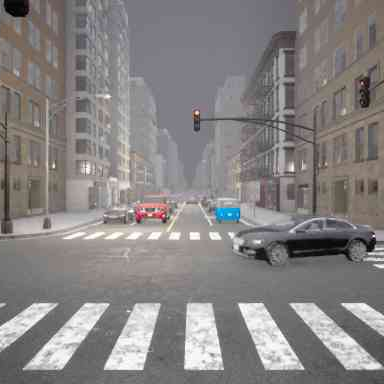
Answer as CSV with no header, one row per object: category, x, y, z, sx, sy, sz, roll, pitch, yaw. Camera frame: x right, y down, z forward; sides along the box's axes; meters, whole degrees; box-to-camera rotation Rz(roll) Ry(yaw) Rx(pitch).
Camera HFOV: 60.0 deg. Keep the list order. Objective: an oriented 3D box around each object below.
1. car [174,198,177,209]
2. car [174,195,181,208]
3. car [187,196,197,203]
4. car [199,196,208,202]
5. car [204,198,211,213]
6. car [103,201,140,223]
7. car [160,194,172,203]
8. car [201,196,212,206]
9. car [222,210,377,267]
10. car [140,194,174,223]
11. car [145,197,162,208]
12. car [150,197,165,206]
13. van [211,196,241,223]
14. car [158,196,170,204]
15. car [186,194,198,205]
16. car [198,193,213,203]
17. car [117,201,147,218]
car,-2.894,1.599,35.409,1.895,1.301,4.718,0,0,0
car,-2.889,1.500,45.469,1.837,1.490,4.892,0,0,0
car,0.016,1.579,68.732,1.895,1.301,4.718,0,0,0
car,2.547,1.524,76.060,2.008,1.369,4.403,0,0,0
car,2.594,1.580,36.290,1.802,1.307,4.206,0,0,0
car,-5.418,1.549,24.910,2.008,1.369,4.403,0,0,0
car,-5.471,1.292,70.365,2.192,1.841,5.009,0,0,0
car,2.581,1.576,47.653,1.802,1.307,4.206,0,0,0
car,3.784,1.523,11.251,4.902,1.511,2.128,1,0,-15
car,-2.878,1.220,25.592,2.150,2.045,5.566,0,0,0
car,-5.444,1.519,47.468,1.752,1.417,4.829,0,0,0
car,-5.451,1.556,53.320,1.947,1.339,4.313,0,0,0
van,2.607,1.340,24.928,1.690,1.788,3.998,0,0,0
car,-5.464,1.547,64.683,1.947,1.339,4.313,0,0,0
car,0.026,1.550,58.785,1.994,1.385,4.181,0,0,0
car,2.574,1.305,53.335,2.192,1.841,5.009,0,0,0
car,-5.425,1.543,30.592,1.887,1.381,4.507,0,0,0
